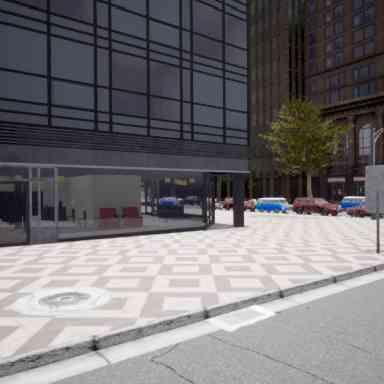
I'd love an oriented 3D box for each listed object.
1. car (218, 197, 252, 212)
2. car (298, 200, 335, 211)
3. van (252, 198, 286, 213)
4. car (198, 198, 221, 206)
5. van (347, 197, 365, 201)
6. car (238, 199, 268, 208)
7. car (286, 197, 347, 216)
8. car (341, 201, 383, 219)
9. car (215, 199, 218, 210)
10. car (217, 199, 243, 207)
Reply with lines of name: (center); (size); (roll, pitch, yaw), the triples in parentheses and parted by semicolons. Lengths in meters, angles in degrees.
car: (6.185, 1.627, 43.706); (2.192, 1.841, 5.009); (-1, 0, -35)
car: (16.424, 1.736, 44.025); (1.947, 1.339, 4.313); (-1, 0, -35)
van: (9.476, 1.599, 39.077); (1.690, 1.788, 3.998); (-1, 0, -35)
car: (3.260, 1.929, 62.538); (2.008, 1.369, 4.403); (-1, 0, -35)
van: (19.710, 1.456, 39.396); (1.690, 1.788, 3.998); (-1, 0, -35)
car: (9.743, 1.803, 53.420); (1.752, 1.417, 4.829); (-1, 0, -35)
car: (12.767, 1.517, 34.448); (2.192, 1.841, 5.009); (-1, 0, -35)
car: (16.064, 1.727, 29.820); (1.802, 1.307, 4.206); (-1, 0, -35)
car: (2.899, 1.915, 48.336); (2.008, 1.369, 4.403); (-1, 0, -35)
car: (6.551, 1.872, 57.910); (1.887, 1.381, 4.507); (-1, 0, -35)
